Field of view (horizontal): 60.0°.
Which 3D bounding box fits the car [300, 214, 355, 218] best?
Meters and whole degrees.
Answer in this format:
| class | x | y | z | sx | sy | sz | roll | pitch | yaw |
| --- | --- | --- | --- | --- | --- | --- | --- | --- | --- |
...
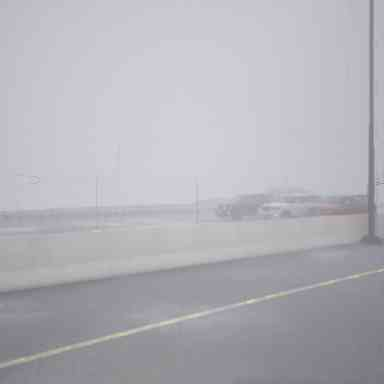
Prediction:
| class | x | y | z | sx | sy | sz | roll | pitch | yaw |
| --- | --- | --- | --- | --- | --- | --- | --- | --- | --- |
| car | 9.983 | 1.177 | 22.321 | 5.566 | 2.045 | 2.150 | 0 | 0 | -29 |
